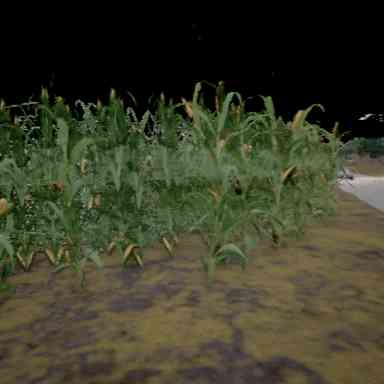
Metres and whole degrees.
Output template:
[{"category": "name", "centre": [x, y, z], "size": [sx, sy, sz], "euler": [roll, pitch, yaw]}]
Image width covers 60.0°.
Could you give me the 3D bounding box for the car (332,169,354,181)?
[{"category": "car", "centre": [17.910, -2.083, 39.699], "size": [1.994, 1.385, 4.181], "euler": [-2, 4, 17]}]
